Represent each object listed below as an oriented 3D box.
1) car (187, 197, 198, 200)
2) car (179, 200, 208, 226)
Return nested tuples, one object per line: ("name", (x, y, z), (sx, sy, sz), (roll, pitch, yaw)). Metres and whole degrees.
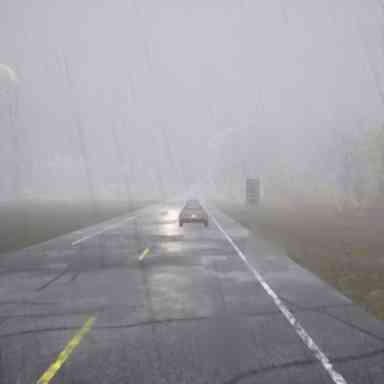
("car", (0.106, 1.441, 45.133), (2.128, 1.511, 4.902), (0, 0, 0))
("car", (0.100, 1.543, 23.557), (1.994, 1.385, 4.181), (0, 0, 0))
